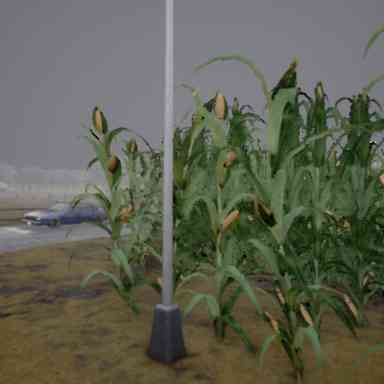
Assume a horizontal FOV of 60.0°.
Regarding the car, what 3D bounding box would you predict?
[{"bbox_3d":[-7.356,1.323,20.311,2.033,1.411,5.357,3,2,35],"label":"car"}]
